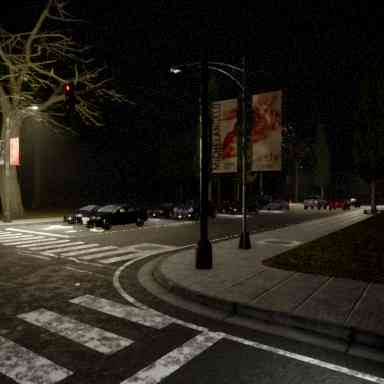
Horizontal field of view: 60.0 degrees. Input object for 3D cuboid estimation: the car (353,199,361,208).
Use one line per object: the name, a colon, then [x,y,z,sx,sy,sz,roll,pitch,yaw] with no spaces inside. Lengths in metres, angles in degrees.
car: [26.454,1.892,54.750,2.128,1.511,4.902,0,-1,35]

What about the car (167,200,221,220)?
car: [0.294,1.472,29.221,2.097,1.767,4.553,0,0,35]

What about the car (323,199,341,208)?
car: [24.079,1.925,57.018,1.812,1.442,4.674,0,-1,35]

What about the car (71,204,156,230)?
car: [-4.957,1.566,21.765,2.128,1.511,4.902,0,0,35]

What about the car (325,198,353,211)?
car: [20.695,1.658,46.568,2.097,1.767,4.553,0,0,35]

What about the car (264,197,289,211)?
car: [11.900,1.772,45.638,1.812,1.442,4.674,0,0,36]

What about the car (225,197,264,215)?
car: [5.949,1.680,37.248,1.837,1.490,4.892,0,0,35]

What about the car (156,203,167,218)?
car: [-1.836,1.666,31.831,2.033,1.411,5.357,0,0,35]

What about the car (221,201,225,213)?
car: [3.893,1.776,39.980,1.895,1.301,4.718,0,0,35]

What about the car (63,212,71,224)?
car: [-7.167,1.637,24.286,1.994,1.385,4.181,0,0,36]

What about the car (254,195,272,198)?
car: [9.978,1.471,48.544,2.150,2.045,5.566,0,0,38]

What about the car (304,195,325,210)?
car: [17.943,1.520,48.295,2.150,2.045,5.566,0,0,35]
